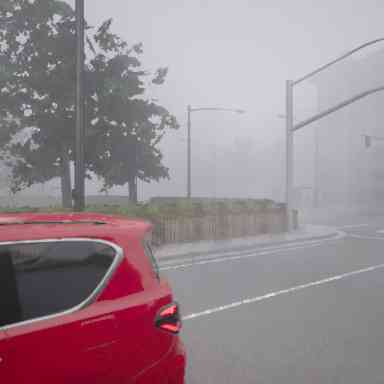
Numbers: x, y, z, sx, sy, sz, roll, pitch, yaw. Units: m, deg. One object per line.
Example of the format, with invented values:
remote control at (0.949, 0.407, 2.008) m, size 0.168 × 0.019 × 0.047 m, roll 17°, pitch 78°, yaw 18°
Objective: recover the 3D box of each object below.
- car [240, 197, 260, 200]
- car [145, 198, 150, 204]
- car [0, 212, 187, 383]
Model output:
car at (6.418, 1.351, 34.510) m, size 2.097 × 1.767 × 4.553 m, roll 0°, pitch 0°, yaw -35°
car at (-5.774, 1.564, 52.204) m, size 1.994 × 1.385 × 4.181 m, roll 0°, pitch 0°, yaw -34°
car at (-2.651, 1.221, 2.090) m, size 5.566 × 2.045 × 2.150 m, roll 0°, pitch 0°, yaw -35°
